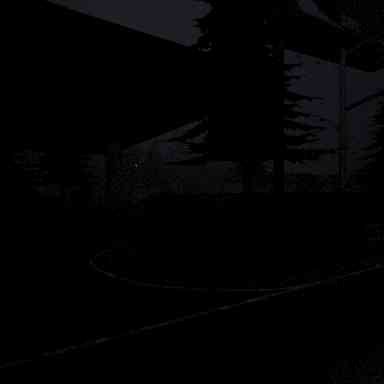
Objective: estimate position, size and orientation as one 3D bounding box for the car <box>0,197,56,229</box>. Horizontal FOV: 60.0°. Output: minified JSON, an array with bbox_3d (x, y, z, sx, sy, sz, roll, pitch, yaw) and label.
[{"bbox_3d":[-11.854,1.313,23.546,3.866,1.878,1.905,0,0,-36],"label":"car"}]
